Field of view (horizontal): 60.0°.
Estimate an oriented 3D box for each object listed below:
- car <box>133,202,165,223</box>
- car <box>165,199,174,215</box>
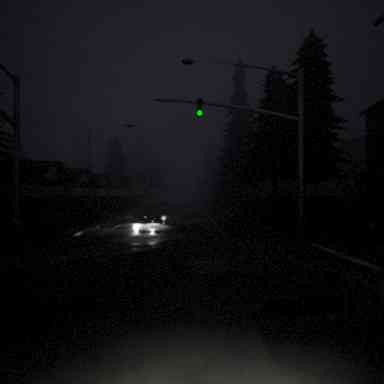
[{"bbox_3d":[-3.594,1.745,27.564,1.994,1.385,4.181,0,0,0],"label":"car"},{"bbox_3d":[-3.578,1.792,37.940,2.033,1.411,5.357,0,0,0],"label":"car"}]
